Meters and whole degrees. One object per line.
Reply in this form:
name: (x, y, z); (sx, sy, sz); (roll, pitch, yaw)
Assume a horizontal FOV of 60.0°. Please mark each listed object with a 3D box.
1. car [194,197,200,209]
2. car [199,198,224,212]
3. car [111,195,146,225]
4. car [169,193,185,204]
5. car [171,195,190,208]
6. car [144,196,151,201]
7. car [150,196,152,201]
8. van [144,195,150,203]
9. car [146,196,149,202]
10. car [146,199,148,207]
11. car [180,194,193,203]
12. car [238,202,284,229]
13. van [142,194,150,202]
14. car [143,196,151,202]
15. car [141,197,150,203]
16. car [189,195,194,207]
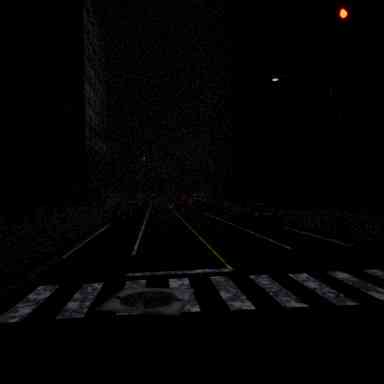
car: (1.786, 1.482, 42.484); (1.887, 1.381, 4.507); (-1, 0, -6)
car: (2.385, 1.483, 37.079); (2.008, 1.369, 4.403); (-1, 0, -6)
car: (-4.894, 1.421, 25.332); (2.192, 1.841, 5.009); (-1, 0, -6)
car: (-3.043, 1.236, 61.922); (2.150, 2.045, 5.566); (-1, 0, -7)
car: (-1.596, 1.565, 48.856); (1.994, 1.385, 4.181); (-1, 0, -6)
car: (-12.074, 1.743, 90.186); (1.947, 1.339, 4.313); (-1, 0, -6)
car: (-8.482, 1.687, 57.759); (2.008, 1.369, 4.403); (-1, 0, -6)
van: (-7.888, 1.471, 52.354); (1.690, 1.788, 3.998); (-1, 0, -6)
car: (-6.667, 1.645, 41.377); (1.752, 1.417, 4.829); (-1, 0, -6)
car: (-6.086, 1.697, 36.141); (1.802, 1.307, 4.206); (-1, 0, -6)
car: (-1.213, 1.281, 69.506); (2.192, 1.841, 5.009); (-1, 0, -6)
car: (4.179, 1.360, 20.866); (1.967, 1.590, 4.097); (-1, 0, -6)
van: (-10.882, 1.503, 79.377); (1.690, 1.788, 3.998); (-1, 0, -6)
car: (-11.458, 1.694, 84.613); (1.752, 1.417, 4.829); (-1, 0, -6)
car: (-10.278, 1.720, 73.972); (1.947, 1.339, 4.313); (-1, 0, -6)
car: (1.187, 1.487, 47.889); (1.887, 1.381, 4.507); (-1, 0, -6)
